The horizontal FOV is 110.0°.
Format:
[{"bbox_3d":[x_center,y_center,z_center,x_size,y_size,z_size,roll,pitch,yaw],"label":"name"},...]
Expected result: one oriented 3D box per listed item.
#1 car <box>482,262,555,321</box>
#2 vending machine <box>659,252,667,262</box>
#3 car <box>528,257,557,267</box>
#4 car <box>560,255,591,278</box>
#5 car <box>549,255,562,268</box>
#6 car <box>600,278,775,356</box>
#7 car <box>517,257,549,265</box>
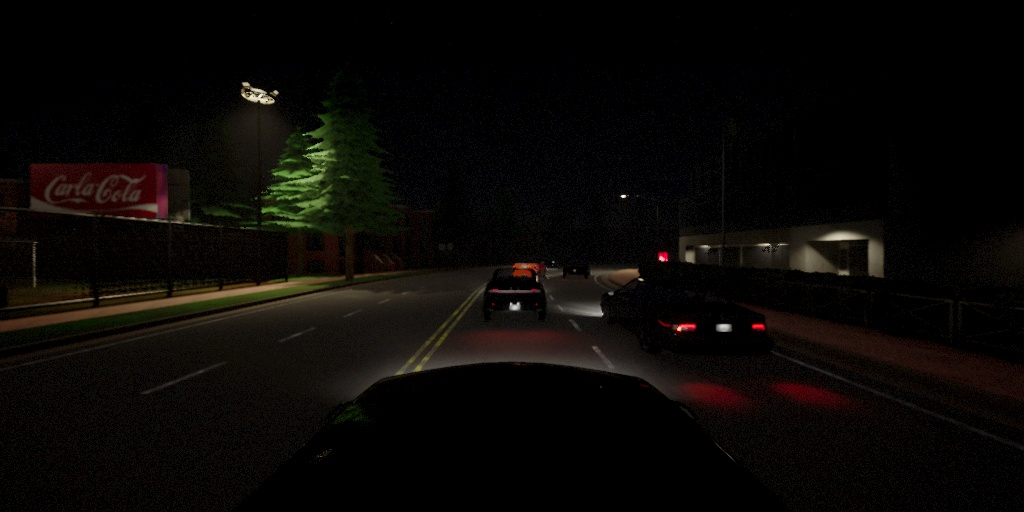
[{"bbox_3d":[0.085,1.133,11.938,2.128,1.511,4.902,0,1,0],"label":"car"},{"bbox_3d":[18.329,0.501,43.662,1.100,2.100,0.880,0,0,45],"label":"vending machine"},{"bbox_3d":[4.330,0.803,50.014,1.994,1.385,4.181,0,1,39],"label":"car"},{"bbox_3d":[5.450,0.930,29.787,1.882,1.535,5.008,0,1,15],"label":"car"},{"bbox_3d":[5.560,0.633,45.894,2.097,1.767,4.553,1,1,37],"label":"car"},{"bbox_3d":[3.567,1.226,8.521,2.033,1.411,5.357,0,1,0],"label":"car"},{"bbox_3d":[1.422,0.823,28.024,2.097,1.767,4.553,0,1,12],"label":"car"}]
